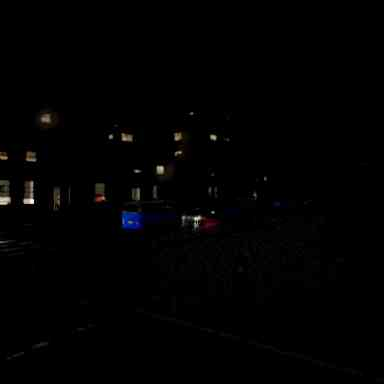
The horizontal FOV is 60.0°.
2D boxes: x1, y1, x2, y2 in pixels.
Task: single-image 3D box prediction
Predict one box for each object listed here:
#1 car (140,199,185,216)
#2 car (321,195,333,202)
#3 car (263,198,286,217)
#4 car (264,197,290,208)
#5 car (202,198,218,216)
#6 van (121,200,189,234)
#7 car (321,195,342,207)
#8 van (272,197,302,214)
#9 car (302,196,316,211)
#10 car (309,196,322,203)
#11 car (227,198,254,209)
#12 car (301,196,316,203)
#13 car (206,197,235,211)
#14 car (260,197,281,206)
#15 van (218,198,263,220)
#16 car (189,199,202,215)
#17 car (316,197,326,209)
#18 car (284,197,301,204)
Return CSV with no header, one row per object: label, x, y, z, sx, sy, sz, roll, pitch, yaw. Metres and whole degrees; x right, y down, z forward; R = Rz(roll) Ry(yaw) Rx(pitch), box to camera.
car,-2.794,1.501,32.879,1.752,1.417,4.829,1,0,35
car,35.403,1.658,87.230,1.967,1.590,4.097,0,0,35
car,7.324,1.621,32.702,1.887,1.381,4.507,0,0,35
car,13.037,1.576,50.722,2.128,1.511,4.902,1,0,35
car,3.278,1.551,31.619,1.837,1.490,4.892,1,0,35
van,-2.199,1.372,19.149,1.690,1.788,3.998,1,0,35
car,23.202,1.484,55.291,2.192,1.841,5.009,0,0,35
van,10.501,1.435,37.220,1.690,1.788,3.998,0,0,35
car,13.773,1.637,41.877,1.752,1.417,4.829,0,0,35
car,29.053,1.737,78.195,1.947,1.339,4.313,0,0,35
car,6.829,1.572,46.572,1.887,1.381,4.507,0,0,35
car,25.780,1.673,73.538,1.752,1.417,4.829,0,0,35
car,3.655,1.450,42.054,1.967,1.590,4.097,0,0,35
car,13.179,1.609,55.606,1.887,1.381,4.507,0,0,35
van,4.151,1.402,28.185,1.690,1.788,3.998,0,0,35
car,1.105,1.488,33.912,1.882,1.535,5.008,1,0,35
car,16.849,1.696,46.255,1.947,1.339,4.313,0,0,35
car,19.529,1.650,64.641,1.887,1.381,4.507,0,0,35
